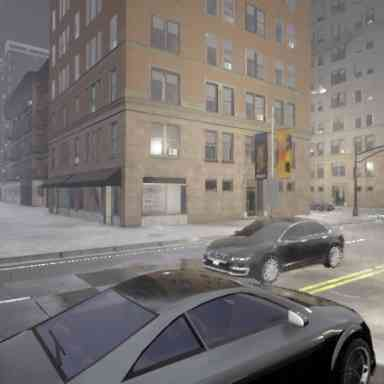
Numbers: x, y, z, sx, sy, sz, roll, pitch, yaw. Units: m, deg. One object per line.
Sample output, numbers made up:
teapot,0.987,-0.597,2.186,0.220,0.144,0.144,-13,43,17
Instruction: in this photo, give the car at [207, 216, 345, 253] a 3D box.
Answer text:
car,2.536,1.508,9.646,4.892,1.490,1.837,1,0,-37

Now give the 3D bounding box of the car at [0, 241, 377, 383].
car,0.157,1.564,3.571,4.181,1.385,1.994,0,0,-36

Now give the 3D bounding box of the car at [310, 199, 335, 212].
car,14.079,1.553,38.142,1.994,1.385,4.181,0,0,-36
